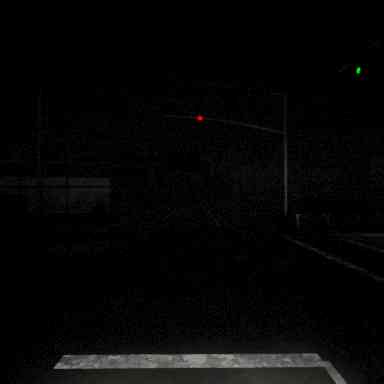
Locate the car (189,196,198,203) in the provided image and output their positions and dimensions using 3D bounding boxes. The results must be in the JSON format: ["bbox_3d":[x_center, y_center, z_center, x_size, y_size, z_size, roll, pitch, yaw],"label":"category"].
[{"bbox_3d":[0.273,1.547,69.680,2.033,1.411,5.357,0,0,0],"label":"car"}]

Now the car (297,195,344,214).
[{"bbox_3d":[13.017,1.330,31.395,5.027,1.636,2.152,0,0,0],"label":"car"}]

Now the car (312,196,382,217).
[{"bbox_3d":[13.080,1.339,28.258,4.514,1.523,2.007,0,0,0],"label":"car"}]

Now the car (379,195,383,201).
[{"bbox_3d":[38.723,1.153,62.638,5.027,1.636,2.152,0,0,0],"label":"car"}]

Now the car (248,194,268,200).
[{"bbox_3d":[18.134,1.333,91.607,4.902,1.511,2.128,0,0,0],"label":"car"}]

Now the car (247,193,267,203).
[{"bbox_3d":[12.850,1.361,65.652,3.806,1.475,1.970,0,0,0],"label":"car"}]

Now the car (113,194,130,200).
[{"bbox_3d":[-19.401,1.332,91.583,4.674,1.442,1.812,0,0,0],"label":"car"}]

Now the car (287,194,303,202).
[{"bbox_3d":[21.329,1.097,65.718,4.605,1.855,1.932,0,0,0],"label":"car"}]

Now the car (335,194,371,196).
[{"bbox_3d":[20.651,1.320,43.266,3.633,1.501,1.845,0,0,0],"label":"car"}]

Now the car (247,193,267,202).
[{"bbox_3d":[13.450,1.077,68.978,3.866,1.878,1.905,0,0,0],"label":"car"}]

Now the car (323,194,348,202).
[{"bbox_3d":[31.317,1.298,72.693,4.514,1.523,2.007,0,0,0],"label":"car"}]

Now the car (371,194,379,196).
[{"bbox_3d":[38.378,1.232,69.054,3.806,1.475,1.970,0,0,0],"label":"car"}]
